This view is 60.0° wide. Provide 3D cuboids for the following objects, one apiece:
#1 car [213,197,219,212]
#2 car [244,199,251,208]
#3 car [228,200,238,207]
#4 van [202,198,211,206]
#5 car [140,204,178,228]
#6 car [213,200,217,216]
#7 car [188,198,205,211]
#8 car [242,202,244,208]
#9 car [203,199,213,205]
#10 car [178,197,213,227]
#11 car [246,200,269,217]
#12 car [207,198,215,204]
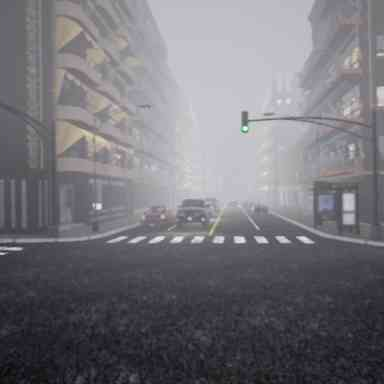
[{"bbox_3d":[2.597,1.733,46.484,2.150,2.045,5.566,-1,-1,7],"label":"car"},{"bbox_3d":[7.745,1.910,40.715,1.887,1.381,4.507,-1,-1,7],"label":"car"},{"bbox_3d":[7.900,2.208,64.442,1.994,1.385,4.181,-1,-1,7],"label":"car"},{"bbox_3d":[3.330,2.181,75.295,1.690,1.788,3.998,-1,-1,7],"label":"van"},{"bbox_3d":[-2.536,1.773,24.888,1.967,1.590,4.097,-1,-1,7],"label":"car"},{"bbox_3d":[1.351,1.909,35.825,1.837,1.490,4.892,-1,-1,7],"label":"car"},{"bbox_3d":[0.721,1.930,52.892,2.192,1.841,5.009,-1,-1,7],"label":"car"},{"bbox_3d":[9.698,1.975,57.519,1.967,1.590,4.097,-1,-1,7],"label":"car"},{"bbox_3d":[3.986,2.447,80.893,2.008,1.369,4.403,-1,-1,7],"label":"car"},{"bbox_3d":[0.175,1.524,25.783,2.150,2.045,5.566,-1,-1,7],"label":"car"},{"bbox_3d":[7.093,1.860,35.115,2.008,1.369,4.403,-1,-1,7],"label":"car"},{"bbox_3d":[5.269,2.531,91.925,1.752,1.417,4.829,-1,-1,7],"label":"car"}]
